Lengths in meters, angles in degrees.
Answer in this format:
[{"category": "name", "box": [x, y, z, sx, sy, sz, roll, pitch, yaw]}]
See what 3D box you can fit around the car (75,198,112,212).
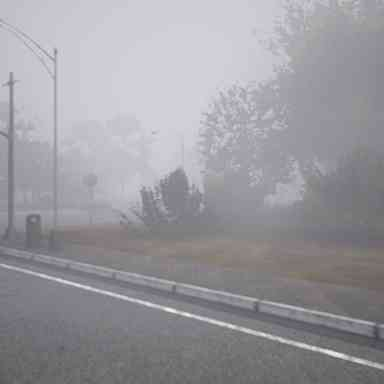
[{"category": "car", "box": [-11.552, 1.503, 39.221, 1.812, 1.442, 4.674, 0, 0, 32]}]
